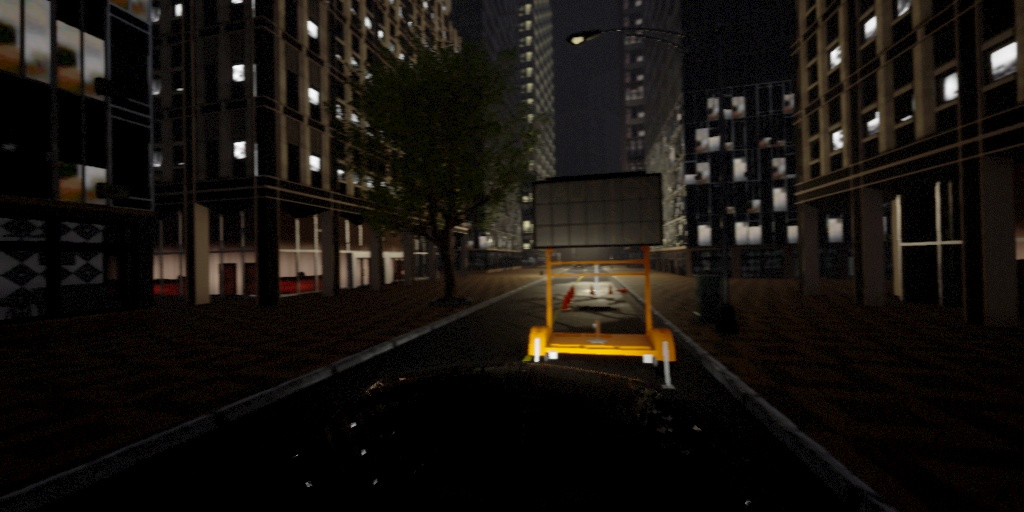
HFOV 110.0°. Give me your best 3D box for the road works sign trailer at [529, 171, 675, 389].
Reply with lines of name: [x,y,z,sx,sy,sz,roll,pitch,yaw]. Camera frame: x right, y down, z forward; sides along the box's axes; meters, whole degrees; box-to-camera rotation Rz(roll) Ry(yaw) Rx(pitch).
road works sign trailer: [1.679,0.235,6.962,2.380,3.560,2.880,0,0,13]
